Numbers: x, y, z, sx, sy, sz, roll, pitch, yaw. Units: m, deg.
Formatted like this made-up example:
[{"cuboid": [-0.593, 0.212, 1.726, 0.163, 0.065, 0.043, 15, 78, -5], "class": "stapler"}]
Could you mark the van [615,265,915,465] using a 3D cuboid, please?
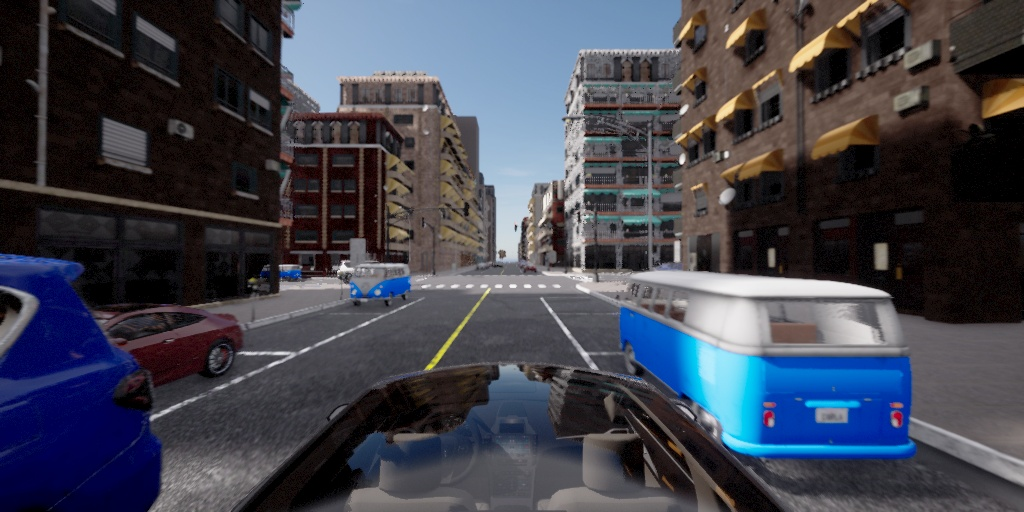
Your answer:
[{"cuboid": [2.690, 1.120, 4.860, 1.690, 1.789, 3.998, 0, 0, 0], "class": "van"}]

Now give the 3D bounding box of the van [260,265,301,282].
[{"cuboid": [-25.369, 1.849, 39.377, 3.998, 1.789, 1.690, 0, 0, 0], "class": "van"}]

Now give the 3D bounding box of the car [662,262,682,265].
[{"cuboid": [15.680, 1.281, 33.769, 5.357, 1.411, 2.033, -1, -1, 0], "class": "car"}]

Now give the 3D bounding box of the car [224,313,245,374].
[{"cuboid": [-5.691, 1.361, 4.864, 1.802, 1.307, 4.207, 0, 0, 0], "class": "car"}]

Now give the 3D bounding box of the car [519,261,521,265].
[{"cuboid": [2.688, 1.847, 59.560, 2.007, 1.370, 4.403, 0, 0, 0], "class": "car"}]

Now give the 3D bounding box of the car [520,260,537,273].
[{"cuboid": [2.689, 1.683, 54.026, 1.967, 1.591, 4.097, 0, 0, 0], "class": "car"}]

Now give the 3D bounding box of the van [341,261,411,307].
[{"cuboid": [-5.803, 1.225, 16.132, 1.690, 1.789, 3.998, 0, 0, 0], "class": "van"}]

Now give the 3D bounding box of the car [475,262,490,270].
[{"cuboid": [-5.693, 1.900, 65.094, 2.007, 1.370, 4.403, 0, 0, 0], "class": "car"}]

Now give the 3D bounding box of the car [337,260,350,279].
[{"cuboid": [-13.347, 1.445, 33.626, 5.566, 2.045, 2.150, 1, -1, 0], "class": "car"}]
